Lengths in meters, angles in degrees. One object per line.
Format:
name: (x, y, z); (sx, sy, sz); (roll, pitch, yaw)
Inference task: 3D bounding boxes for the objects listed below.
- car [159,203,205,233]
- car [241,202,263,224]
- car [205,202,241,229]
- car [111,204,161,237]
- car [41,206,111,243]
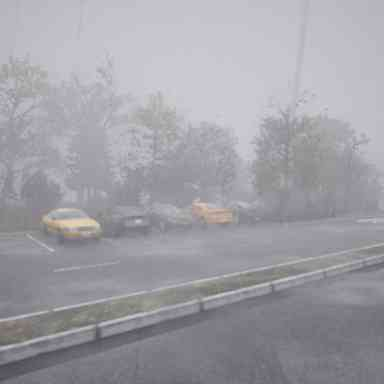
car: (-1.746, 1.466, 19.976); (2.231, 1.521, 4.892); (-1, 0, -35)
car: (2.753, 1.422, 23.153); (2.231, 1.521, 4.892); (-1, 0, -35)
car: (0.506, 1.444, 21.560); (2.097, 1.535, 5.008); (-1, 0, -35)
car: (-4.003, 1.515, 18.403); (2.163, 1.488, 4.792); (0, 0, -35)
car: (-6.130, 1.496, 16.631); (1.946, 1.575, 5.366); (0, 0, -35)
